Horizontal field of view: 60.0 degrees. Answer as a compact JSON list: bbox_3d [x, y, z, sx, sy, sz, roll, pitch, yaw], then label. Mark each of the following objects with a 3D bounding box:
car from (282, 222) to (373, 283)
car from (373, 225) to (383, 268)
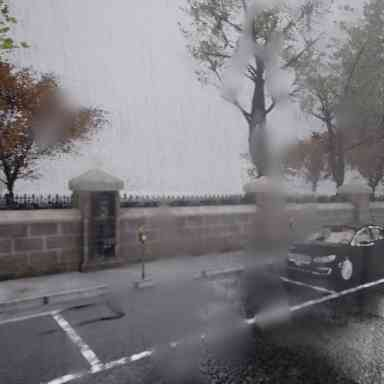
[{"bbox_3d":[4.498,1.601,9.766,4.403,1.369,2.008,0,0,-35],"label":"car"},{"bbox_3d":[6.865,1.547,8.270,4.902,1.511,2.128,0,0,-35],"label":"car"}]
